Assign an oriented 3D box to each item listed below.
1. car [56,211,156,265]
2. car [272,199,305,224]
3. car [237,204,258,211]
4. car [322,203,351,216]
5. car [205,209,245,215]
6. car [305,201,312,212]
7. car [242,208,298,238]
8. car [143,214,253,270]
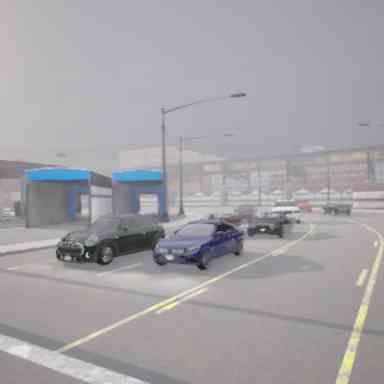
[{"bbox_3d":[-3.055,1.705,13.338,2.097,1.767,4.553,-2,-1,33],"label":"car"},{"bbox_3d":[8.449,1.683,29.871,2.150,2.045,5.566,-1,-1,13],"label":"car"},{"bbox_3d":[4.995,1.895,30.571,2.097,1.767,4.553,-1,-1,12],"label":"car"},{"bbox_3d":[16.681,1.969,38.640,2.128,1.511,4.902,-1,-1,1],"label":"car"},{"bbox_3d":[1.510,2.021,21.076,1.895,1.301,4.718,-2,-1,28],"label":"car"},{"bbox_3d":[15.757,2.064,49.427,2.097,1.767,4.553,-1,-1,-13],"label":"car"},{"bbox_3d":[4.773,1.897,19.937,1.994,1.385,4.181,-2,-1,27],"label":"car"},{"bbox_3d":[0.479,1.790,12.364,1.812,1.442,4.674,-2,-1,31],"label":"car"}]
